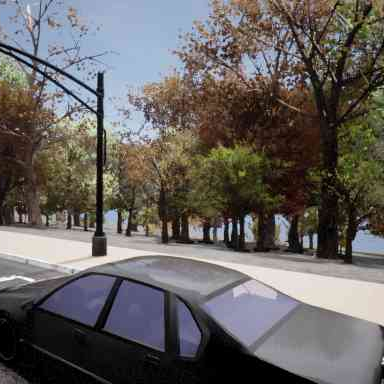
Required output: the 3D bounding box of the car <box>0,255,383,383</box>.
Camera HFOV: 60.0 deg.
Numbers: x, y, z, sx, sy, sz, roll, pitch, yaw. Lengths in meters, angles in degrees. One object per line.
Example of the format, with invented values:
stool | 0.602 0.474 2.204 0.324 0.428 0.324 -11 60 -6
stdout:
car | -0.558 1.547 4.076 5.357 1.411 2.033 0 0 35
